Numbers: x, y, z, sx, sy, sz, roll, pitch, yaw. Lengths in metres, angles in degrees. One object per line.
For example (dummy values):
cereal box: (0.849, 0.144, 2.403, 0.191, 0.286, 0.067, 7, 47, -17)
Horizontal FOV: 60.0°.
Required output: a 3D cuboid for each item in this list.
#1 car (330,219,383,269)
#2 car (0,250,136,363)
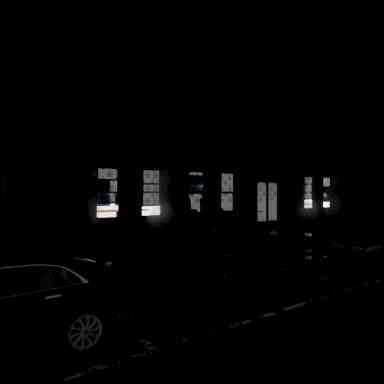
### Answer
car: (6.345, 1.582, 11.068, 4.206, 1.307, 1.802, 0, 0, -35)
car: (-2.931, 1.551, 4.468, 4.403, 1.369, 2.008, 0, 0, -35)
